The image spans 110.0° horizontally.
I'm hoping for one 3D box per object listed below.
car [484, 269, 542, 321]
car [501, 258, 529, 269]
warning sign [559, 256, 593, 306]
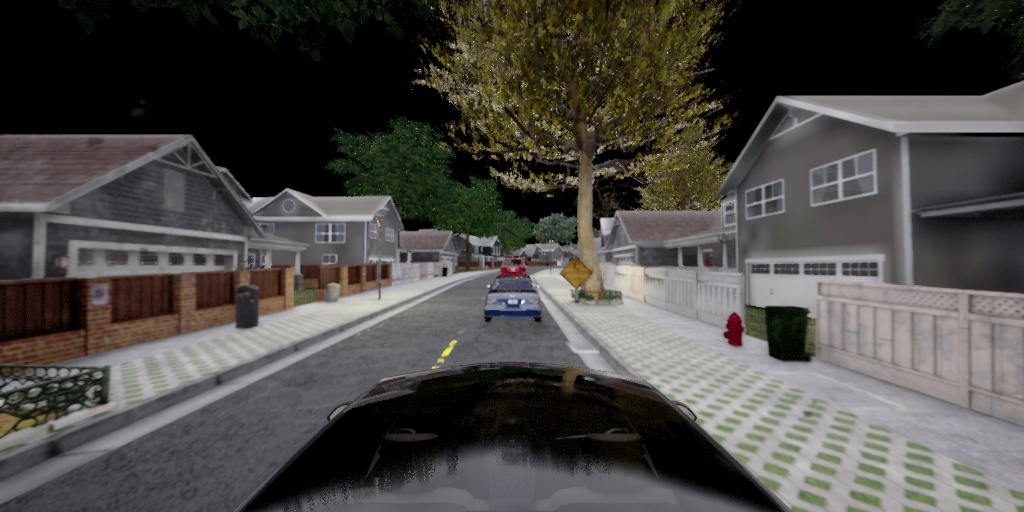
[{"bbox_3d":[0.044,1.364,12.718,2.033,1.411,5.357,0,0,1],"label":"car"},{"bbox_3d":[0.197,1.179,30.409,2.150,2.045,5.566,0,0,2],"label":"car"},{"bbox_3d":[2.518,0.939,13.895,1.300,1.860,1.060,0,0,0],"label":"warning sign"}]
